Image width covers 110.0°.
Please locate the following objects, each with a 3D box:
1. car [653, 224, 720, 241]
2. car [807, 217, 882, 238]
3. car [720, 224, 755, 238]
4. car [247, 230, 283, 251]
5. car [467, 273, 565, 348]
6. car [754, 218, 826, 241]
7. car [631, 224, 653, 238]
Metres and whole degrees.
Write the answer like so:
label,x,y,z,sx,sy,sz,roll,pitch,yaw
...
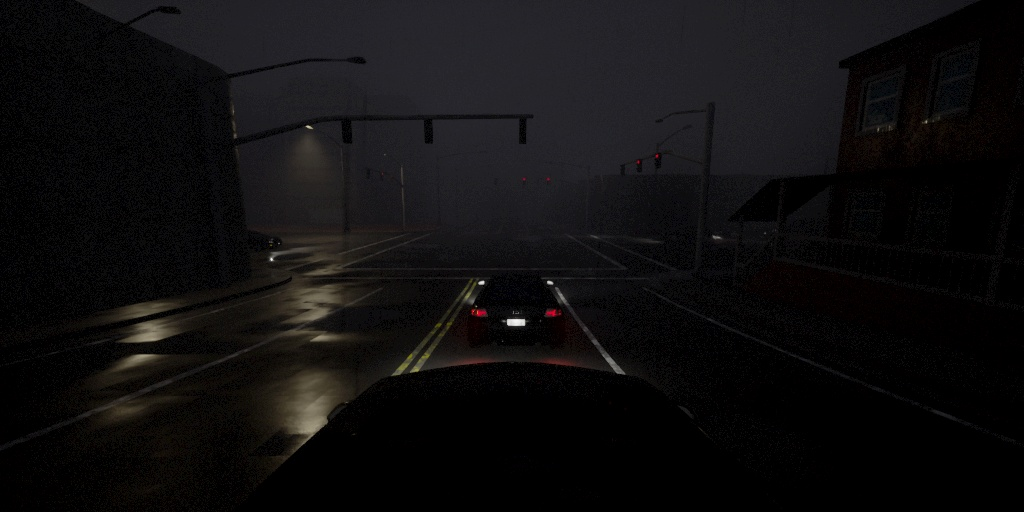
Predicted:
label,x,y,z,sx,sy,sz,roll,pitch,yaw
car,16.399,-2.223,33.883,4.892,1.490,1.837,0,8,0
car,34.363,-3.006,37.180,5.566,2.045,2.150,0,8,1
car,23.767,-2.673,37.306,4.181,1.385,1.994,0,8,1
car,-19.961,-1.189,26.979,4.892,1.490,1.837,0,8,1
car,0.093,1.090,8.695,1.994,1.385,4.181,0,3,0
car,26.666,-2.499,33.773,5.566,2.045,2.150,0,8,1
car,14.958,-2.641,37.383,4.718,1.301,1.895,0,8,1
